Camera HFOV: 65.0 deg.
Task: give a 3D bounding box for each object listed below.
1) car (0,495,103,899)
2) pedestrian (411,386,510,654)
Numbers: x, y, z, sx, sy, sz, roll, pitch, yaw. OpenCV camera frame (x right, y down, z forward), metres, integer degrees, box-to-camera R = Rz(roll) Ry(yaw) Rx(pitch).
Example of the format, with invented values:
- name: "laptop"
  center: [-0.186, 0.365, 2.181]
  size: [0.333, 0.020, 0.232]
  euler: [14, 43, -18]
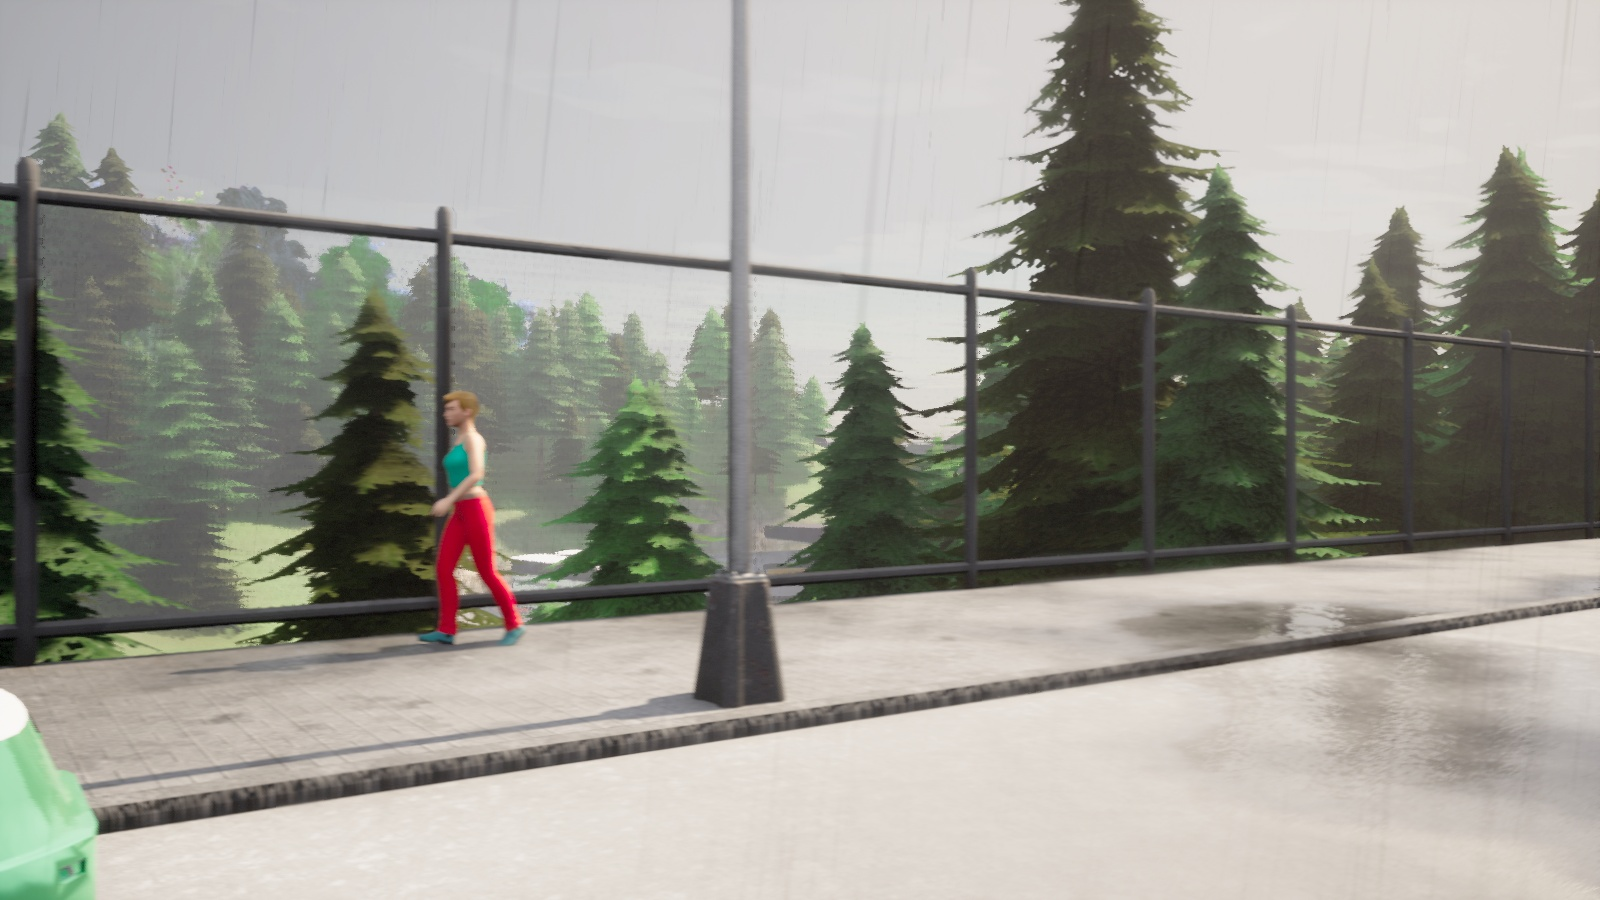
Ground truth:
- name: "car"
  center: [-2.678, 0.811, 2.402]
  size: [2.207, 1.376, 1.481]
  euler: [0, 0, -35]
- name: "pedestrian"
  center: [-2.415, 0.482, 8.930]
  size: [0.594, 1.836, 0.345]
  euler: [0, 0, -35]
